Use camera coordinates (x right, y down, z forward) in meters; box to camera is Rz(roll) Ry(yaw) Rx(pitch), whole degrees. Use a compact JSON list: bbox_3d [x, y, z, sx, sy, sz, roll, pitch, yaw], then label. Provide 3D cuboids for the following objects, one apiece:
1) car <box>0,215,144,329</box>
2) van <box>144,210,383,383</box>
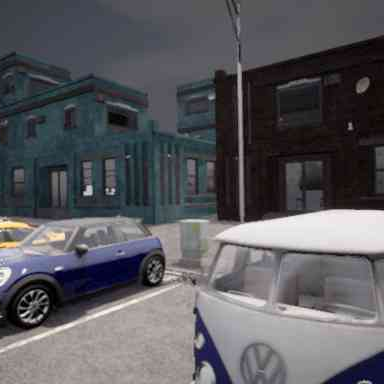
[{"bbox_3d":[-2.655,1.400,7.290,2.185,1.767,4.553,0,0,36],"label":"car"},{"bbox_3d":[1.683,1.262,4.012,1.878,1.987,4.442,-1,0,36],"label":"van"}]
